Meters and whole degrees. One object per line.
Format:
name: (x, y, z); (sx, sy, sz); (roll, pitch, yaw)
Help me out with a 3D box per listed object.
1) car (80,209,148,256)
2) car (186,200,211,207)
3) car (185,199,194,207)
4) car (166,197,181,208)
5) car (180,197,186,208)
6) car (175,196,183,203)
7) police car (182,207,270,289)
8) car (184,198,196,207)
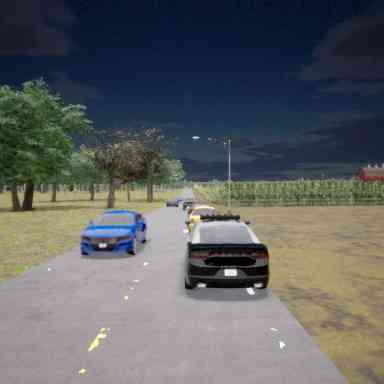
car: (-2.940, 1.490, 13.398); (1.882, 1.535, 5.008); (0, 0, 0)
car: (0.691, 1.488, 19.383); (1.801, 1.575, 5.366); (0, 0, 0)
car: (0.650, 1.537, 25.197); (1.882, 1.535, 5.008); (0, 0, 0)
car: (-3.222, 1.768, 54.624); (1.882, 1.535, 5.008); (0, 0, 0)
car: (-0.313, 1.723, 46.235); (1.837, 1.490, 4.892); (0, -1, 0)
car: (-3.365, 1.964, 87.764); (1.882, 1.535, 5.008); (0, 0, 0)
police car: (0.762, 1.430, 9.301); (1.930, 1.638, 5.238); (0, 0, 0)
car: (-0.421, 1.879, 60.059); (2.033, 1.411, 5.357); (0, 0, 0)
